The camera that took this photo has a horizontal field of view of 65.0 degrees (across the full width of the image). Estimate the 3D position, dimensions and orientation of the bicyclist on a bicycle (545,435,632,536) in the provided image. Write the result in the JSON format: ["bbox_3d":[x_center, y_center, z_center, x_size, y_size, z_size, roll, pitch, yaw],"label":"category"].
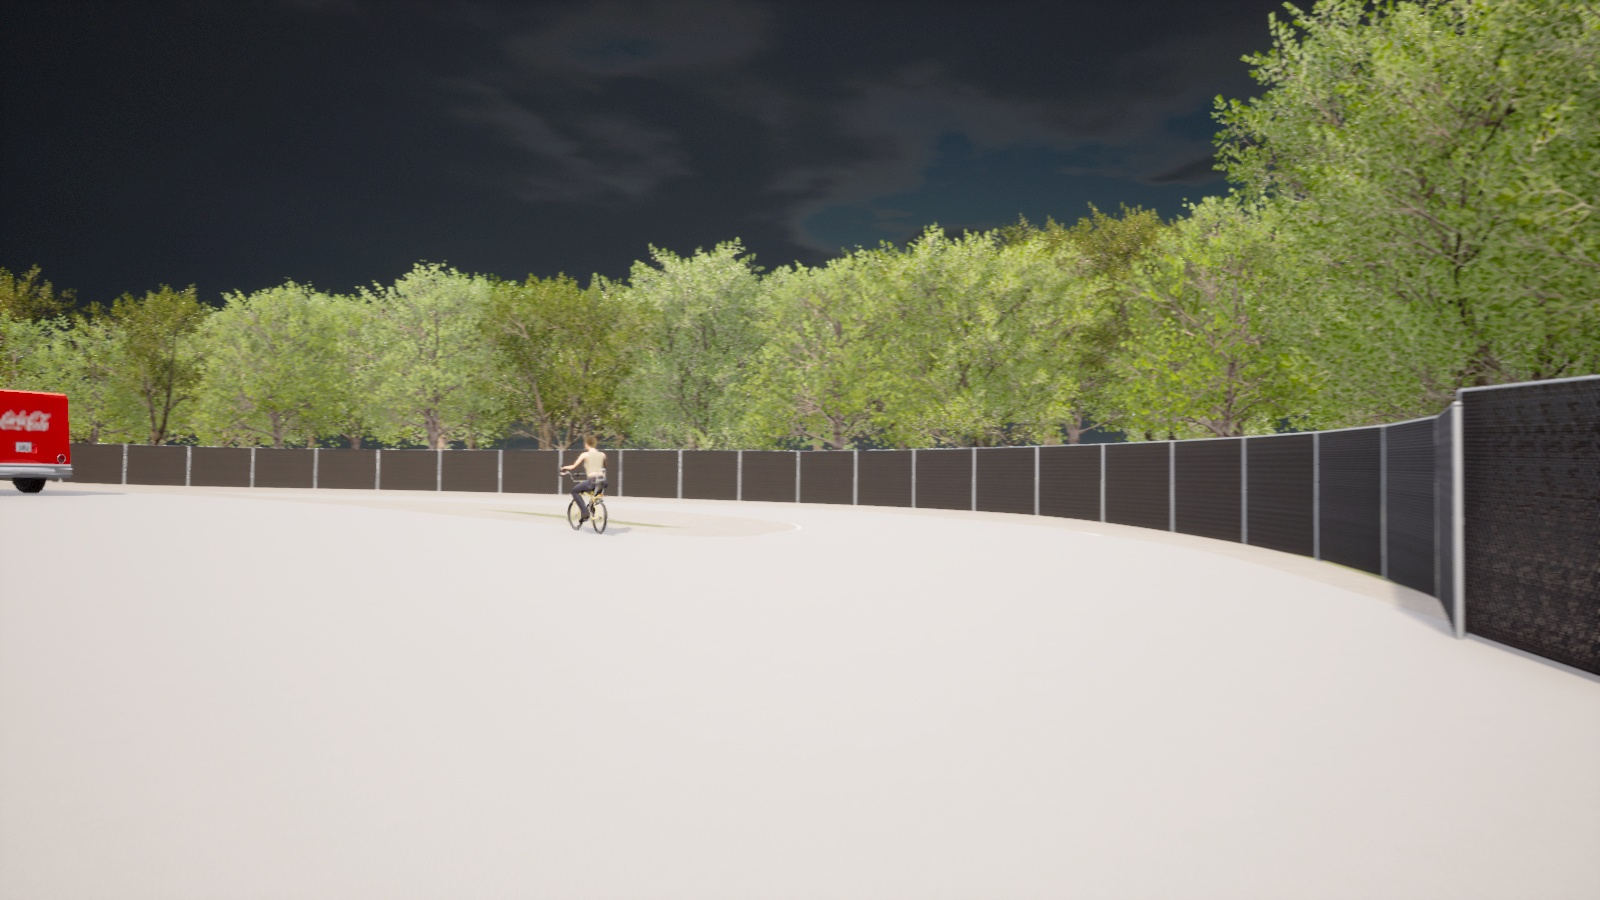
[{"bbox_3d":[-3.522,0.564,20.849,0.866,1.612,1.509,1,0,-34],"label":"bicyclist on a bicycle"}]

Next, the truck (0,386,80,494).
[{"bbox_3d":[-20.331,-0.250,30.172,5.204,2.467,2.627,1,-1,24],"label":"truck"}]
